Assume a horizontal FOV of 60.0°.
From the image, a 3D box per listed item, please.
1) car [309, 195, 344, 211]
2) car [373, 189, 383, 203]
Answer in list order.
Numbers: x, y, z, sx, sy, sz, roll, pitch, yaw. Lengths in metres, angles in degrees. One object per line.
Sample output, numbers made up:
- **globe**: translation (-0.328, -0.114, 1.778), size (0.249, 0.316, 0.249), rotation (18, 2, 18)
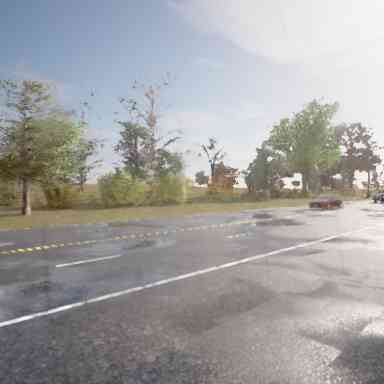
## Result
- **car**: translation (13.616, 0.997, 33.640), size (1.882, 1.535, 5.008), rotation (0, 1, 45)
- **car**: translation (28.287, 0.589, 48.481), size (5.566, 2.045, 2.150), rotation (0, 0, -45)
